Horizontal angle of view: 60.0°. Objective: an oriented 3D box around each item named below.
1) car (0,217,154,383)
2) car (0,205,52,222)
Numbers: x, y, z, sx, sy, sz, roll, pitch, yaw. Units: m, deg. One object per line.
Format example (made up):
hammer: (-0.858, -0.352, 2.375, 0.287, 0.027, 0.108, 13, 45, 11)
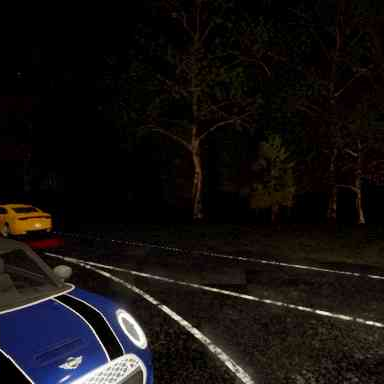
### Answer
car: (-2.582, 1.338, 3.726, 4.553, 1.767, 2.097, 1, 0, 35)
car: (-9.157, 1.387, 16.969, 5.008, 1.535, 1.882, 0, 0, 37)
